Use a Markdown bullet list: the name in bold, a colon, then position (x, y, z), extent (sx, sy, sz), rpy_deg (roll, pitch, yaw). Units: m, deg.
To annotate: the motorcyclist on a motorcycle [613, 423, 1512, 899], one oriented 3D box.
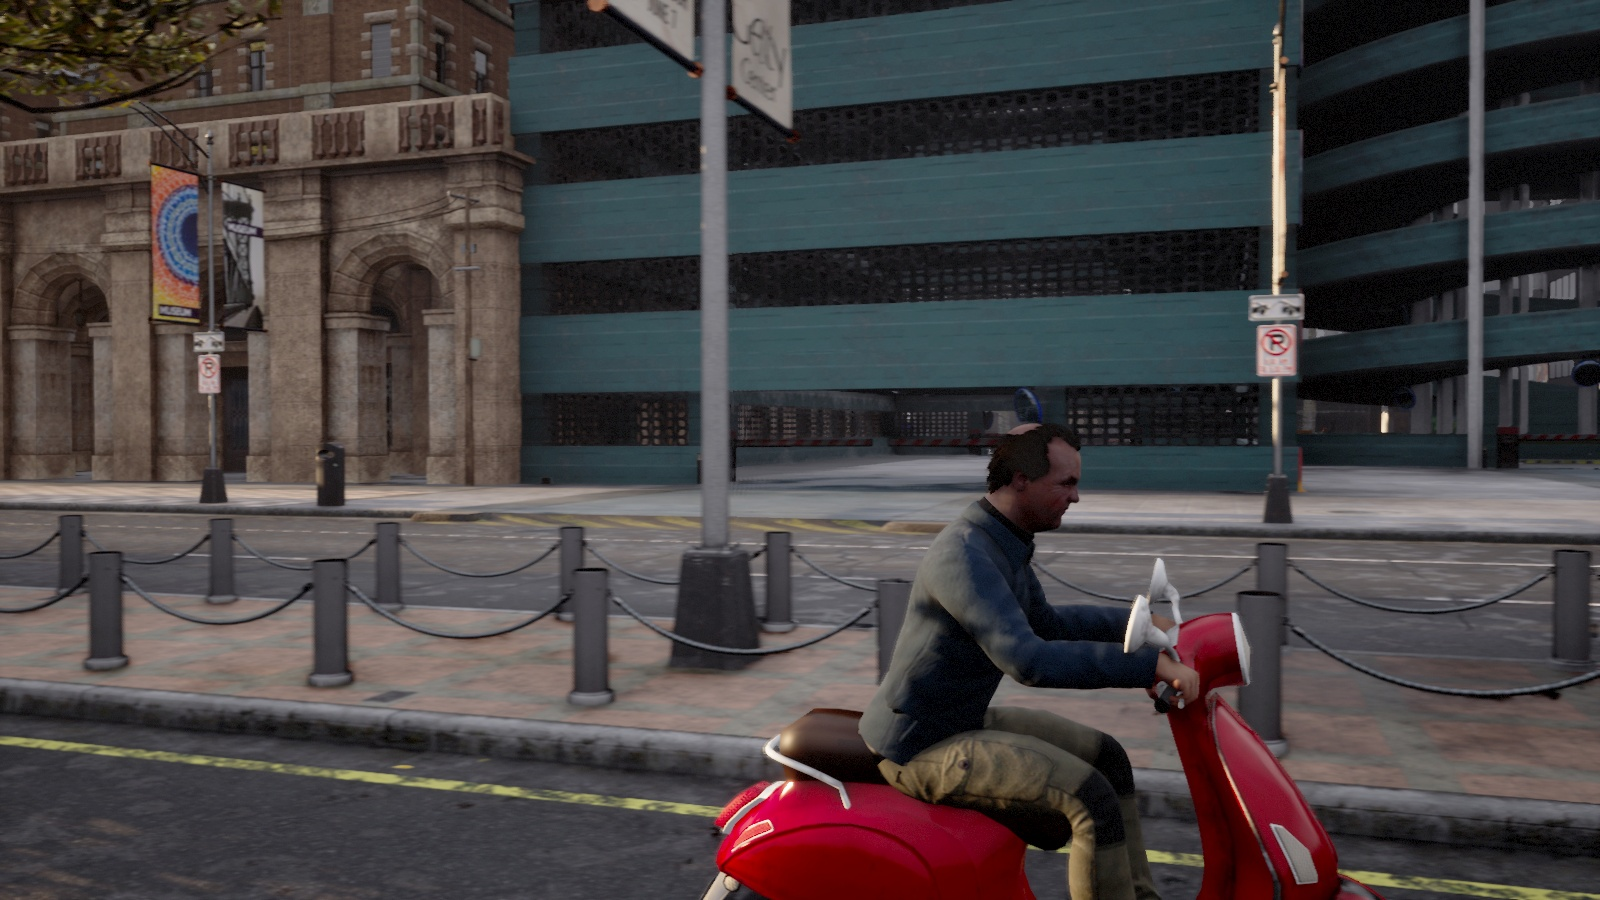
- **motorcyclist on a motorcycle**: position (0.570, 0.734, 3.000), extent (1.817, 1.590, 0.866), rpy_deg (1, 1, 19)
